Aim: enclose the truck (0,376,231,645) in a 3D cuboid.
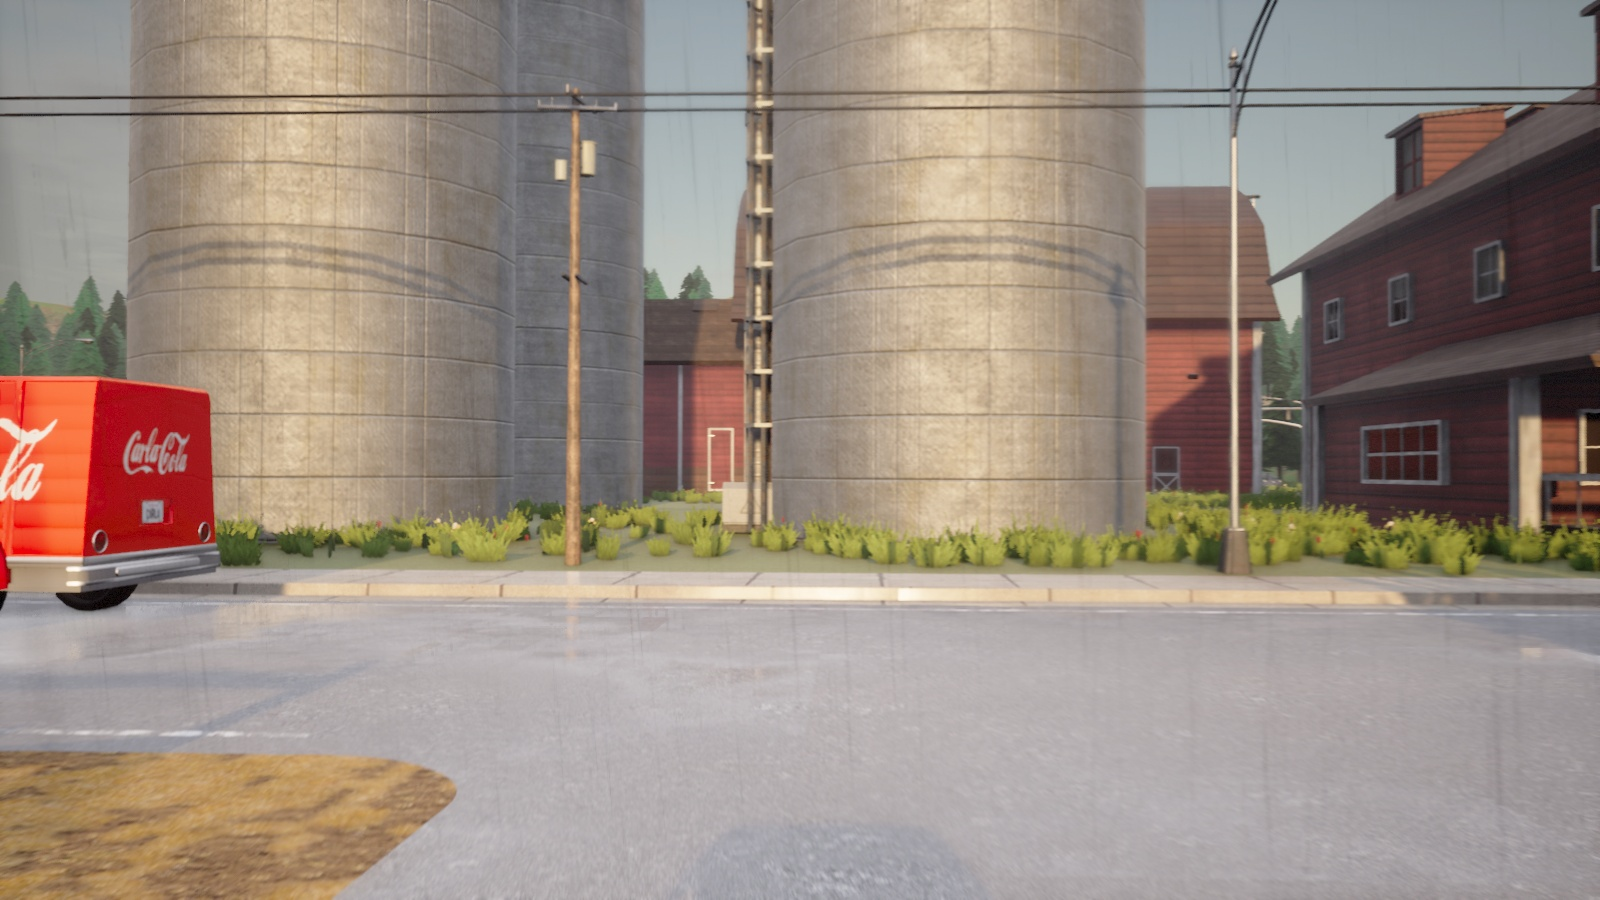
[{"bbox_3d":[-9.088,0.587,12.979,5.204,2.467,2.627,0,-1,4],"label":"truck"}]
